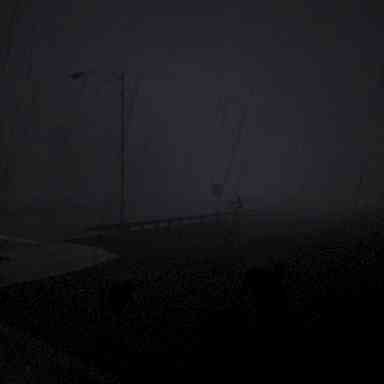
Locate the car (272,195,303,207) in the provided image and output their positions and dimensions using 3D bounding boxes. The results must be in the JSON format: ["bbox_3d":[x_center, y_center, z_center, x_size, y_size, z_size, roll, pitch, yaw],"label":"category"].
[{"bbox_3d":[13.180,1.376,45.642,1.882,1.535,5.008,0,0,35],"label":"car"}]

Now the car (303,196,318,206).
[{"bbox_3d":[19.138,1.498,54.265,1.895,1.301,4.718,0,0,35],"label":"car"}]

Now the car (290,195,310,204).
[{"bbox_3d":[20.012,1.366,61.461,2.128,1.511,4.902,0,0,35],"label":"car"}]

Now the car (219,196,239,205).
[{"bbox_3d":[6.046,1.395,53.670,1.994,1.385,4.181,0,0,35],"label":"car"}]

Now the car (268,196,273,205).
[{"bbox_3d":[14.239,1.353,53.179,1.882,1.535,5.008,0,0,35],"label":"car"}]

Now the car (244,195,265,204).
[{"bbox_3d":[11.719,1.308,61.807,1.882,1.535,5.008,0,0,35],"label":"car"}]

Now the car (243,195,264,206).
[{"bbox_3d":[9.894,1.331,53.070,1.882,1.535,5.008,0,0,35],"label":"car"}]

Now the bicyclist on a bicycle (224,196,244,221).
[{"bbox_3d":[3.139,1.084,23.745,1.656,1.620,0.582,34,17,27],"label":"bicyclist on a bicycle"}]

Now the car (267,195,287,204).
[{"bbox_3d":[15.813,1.330,61.558,1.882,1.535,5.008,0,0,35],"label":"car"}]
